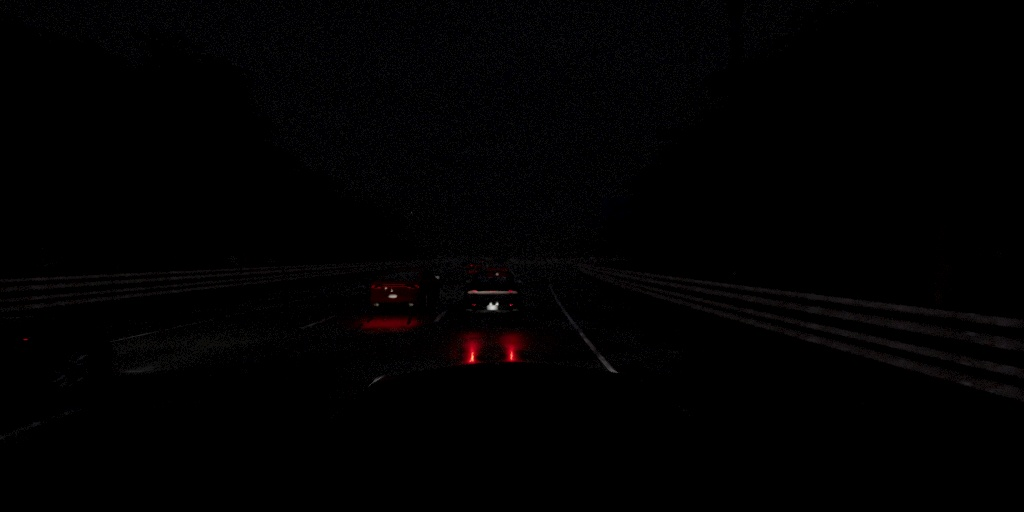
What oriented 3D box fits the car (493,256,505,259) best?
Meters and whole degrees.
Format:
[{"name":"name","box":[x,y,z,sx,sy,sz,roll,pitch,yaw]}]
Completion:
[{"name":"car","box":[-1.818,1.060,50.330,2.150,2.045,5.566,0,0,-2]}]

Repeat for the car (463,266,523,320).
[{"name":"car","box":[-0.643,1.267,12.712,2.128,1.511,4.902,0,0,-2]}]

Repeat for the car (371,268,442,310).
[{"name":"car","box":[-4.144,1.243,14.738,1.882,1.535,5.008,0,0,-2]}]

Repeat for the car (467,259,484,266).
[{"name":"car","box":[-5.338,1.439,54.312,1.895,1.301,4.718,0,0,-2]}]

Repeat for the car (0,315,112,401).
[{"name":"car","box":[-7.219,1.080,3.640,2.097,1.767,4.553,0,0,-2]}]

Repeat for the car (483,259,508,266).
[{"name":"car","box":[-1.217,1.277,30.985,1.882,1.535,5.008,0,0,-2]}]
